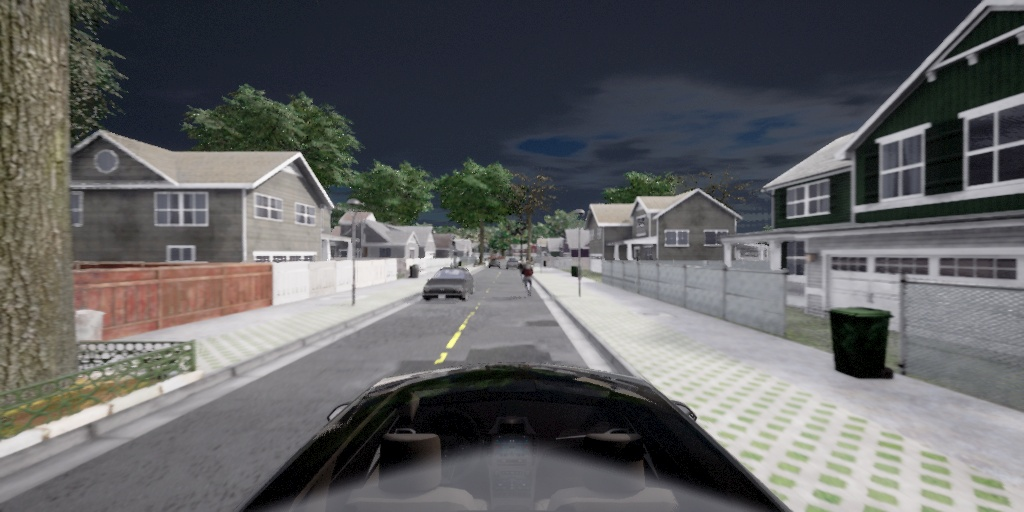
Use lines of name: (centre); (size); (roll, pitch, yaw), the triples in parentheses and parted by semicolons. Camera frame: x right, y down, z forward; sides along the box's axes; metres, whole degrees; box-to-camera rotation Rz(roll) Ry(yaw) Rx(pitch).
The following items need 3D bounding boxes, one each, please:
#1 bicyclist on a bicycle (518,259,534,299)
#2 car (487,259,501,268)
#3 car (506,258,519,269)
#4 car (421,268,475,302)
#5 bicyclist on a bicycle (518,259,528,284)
bicyclist on a bicycle: (0.756, 1.102, 16.974); (0.659, 1.776, 1.843); (0, 0, 0)
car: (-2.812, 1.190, 57.529); (1.837, 1.490, 4.892); (0, 0, 1)
car: (0.083, 1.180, 54.948); (2.128, 1.511, 4.902); (0, 0, 0)
car: (-2.848, 1.278, 17.208); (2.033, 1.411, 5.357); (0, 0, 0)
bicyclist on a bicycle: (0.756, 1.091, 25.974); (0.659, 1.776, 1.843); (0, 0, 0)
